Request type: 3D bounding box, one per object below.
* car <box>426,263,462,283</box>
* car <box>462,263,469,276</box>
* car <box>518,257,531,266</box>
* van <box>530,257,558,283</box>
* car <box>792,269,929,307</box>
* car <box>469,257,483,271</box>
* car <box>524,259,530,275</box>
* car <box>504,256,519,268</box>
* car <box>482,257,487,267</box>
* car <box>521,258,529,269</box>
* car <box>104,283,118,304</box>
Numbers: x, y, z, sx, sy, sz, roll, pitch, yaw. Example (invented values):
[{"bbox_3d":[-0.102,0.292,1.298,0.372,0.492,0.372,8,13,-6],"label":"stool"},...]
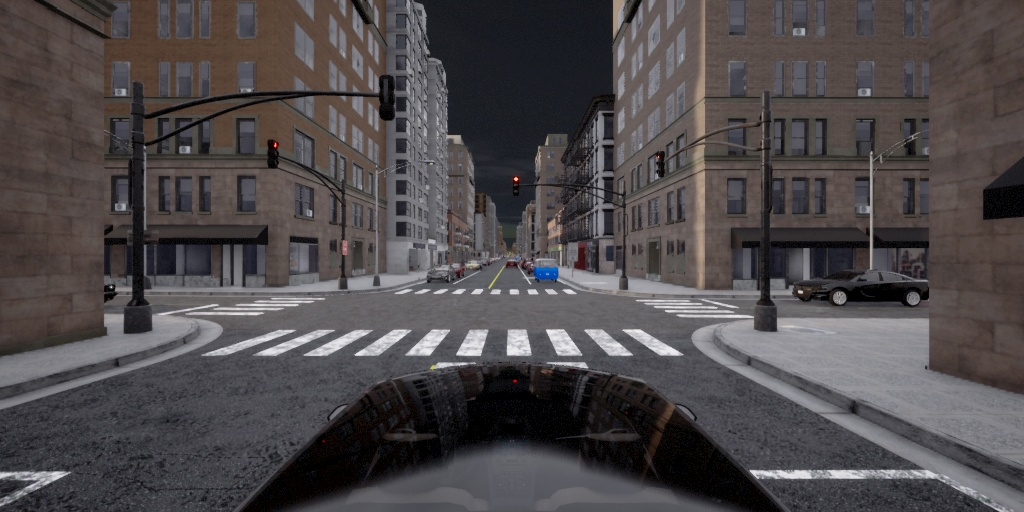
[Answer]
[{"bbox_3d":[-5.444,1.299,27.894,2.007,1.370,4.403,0,0,0],"label":"car"},{"bbox_3d":[-5.456,1.293,33.575,1.888,1.381,4.507,0,0,0],"label":"car"},{"bbox_3d":[2.521,1.054,56.327,2.192,1.841,5.009,0,0,0],"label":"car"},{"bbox_3d":[2.581,1.089,27.919,1.690,1.789,3.998,0,0,0],"label":"van"},{"bbox_3d":[15.193,1.328,15.785,5.008,1.535,1.882,0,0,0],"label":"car"},{"bbox_3d":[-5.492,1.269,50.452,1.751,1.417,4.829,0,0,0],"label":"car"},{"bbox_3d":[2.557,1.330,39.282,1.802,1.307,4.207,0,0,0],"label":"car"},{"bbox_3d":[-0.023,1.215,60.080,1.882,1.535,5.008,0,0,0],"label":"car"},{"bbox_3d":[-5.504,1.305,56.304,1.948,1.339,4.313,0,0,0],"label":"car"},{"bbox_3d":[2.533,1.326,50.645,1.802,1.307,4.207,0,0,0],"label":"car"},{"bbox_3d":[-17.227,1.254,12.719,4.718,1.301,1.895,0,0,-2],"label":"car"}]
